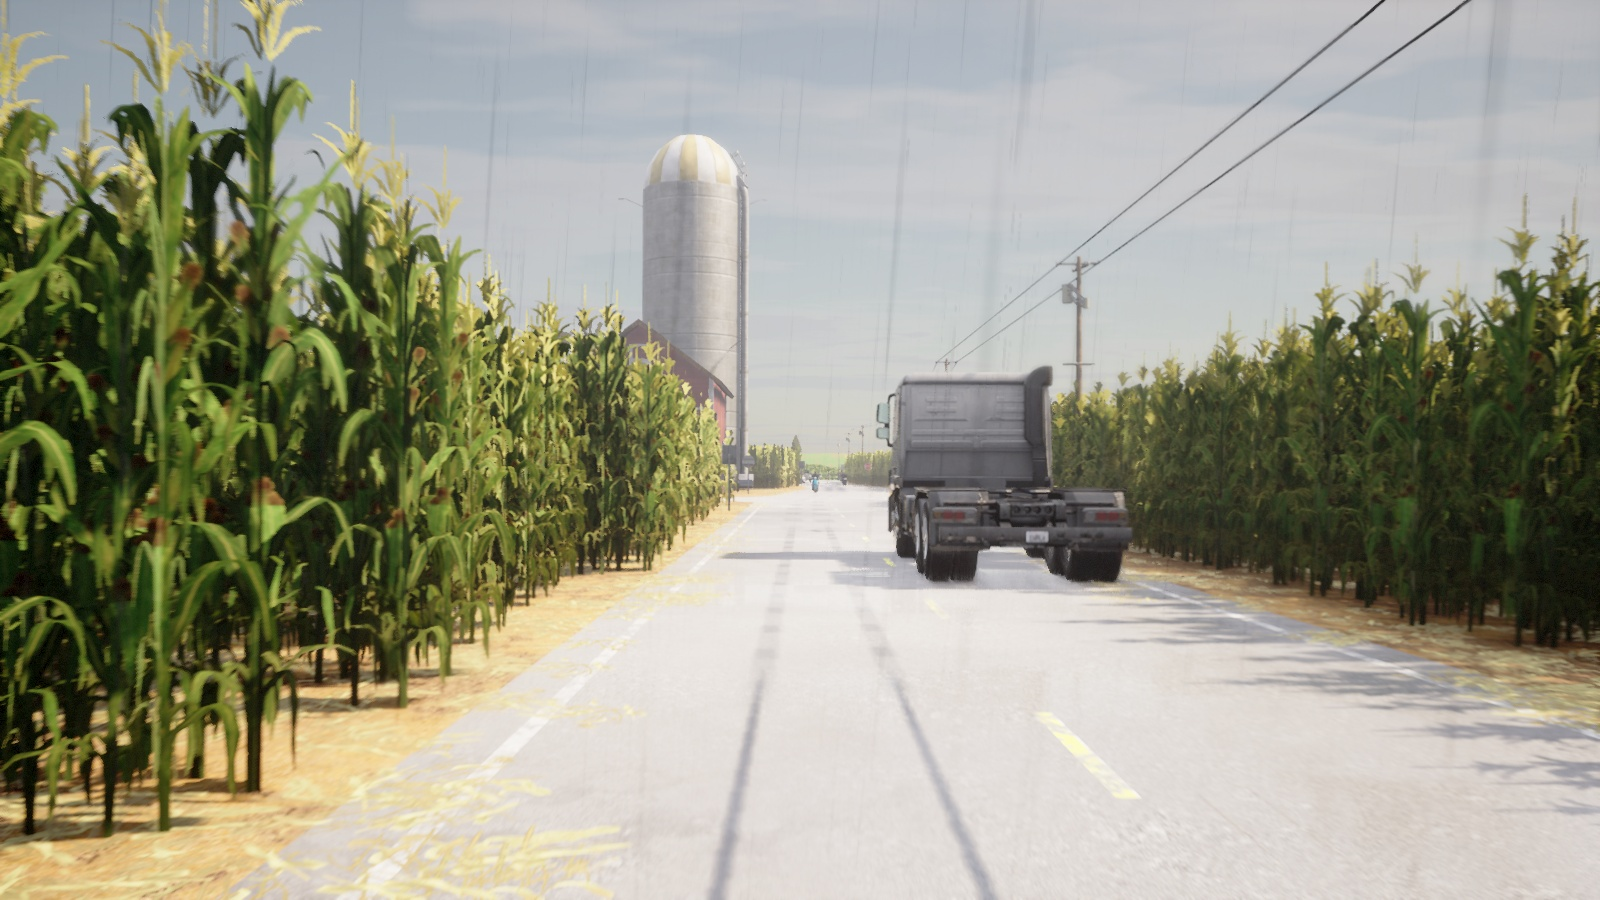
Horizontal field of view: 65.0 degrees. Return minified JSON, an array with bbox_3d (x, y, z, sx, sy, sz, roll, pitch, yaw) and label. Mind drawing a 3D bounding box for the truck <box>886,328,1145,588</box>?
[{"bbox_3d":[3.149,0.168,20.781,2.891,3.462,7.936,0,-1,0],"label":"truck"}]
